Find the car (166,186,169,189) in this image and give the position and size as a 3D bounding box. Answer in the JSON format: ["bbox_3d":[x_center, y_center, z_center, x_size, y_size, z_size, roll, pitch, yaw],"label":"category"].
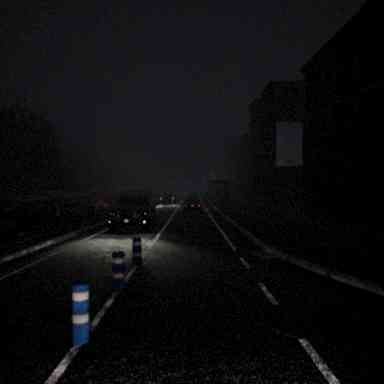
[{"bbox_3d":[-9.347,-0.361,89.848,4.553,1.767,2.185,0,2,0],"label":"car"}]

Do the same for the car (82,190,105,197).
[{"bbox_3d":[-22.563,0.333,76.021,4.674,1.452,2.002,0,2,0],"label":"car"}]

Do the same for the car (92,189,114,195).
[{"bbox_3d":[-22.502,0.039,84.370,5.008,1.535,2.097,0,2,0],"label":"car"}]

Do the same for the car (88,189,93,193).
[{"bbox_3d":[-22.650,0.626,64.886,4.892,1.521,2.231,0,2,0],"label":"car"}]

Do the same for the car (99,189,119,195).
[{"bbox_3d":[-22.462,-0.131,89.938,4.892,1.521,2.231,0,2,0],"label":"car"}]

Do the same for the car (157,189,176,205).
[{"bbox_3d":[-3.378,0.810,47.097,2.097,1.767,4.553,0,2,0],"label":"car"}]

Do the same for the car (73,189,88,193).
[{"bbox_3d":[-22.670,0.707,62.102,5.008,1.535,2.097,0,2,0],"label":"car"}]

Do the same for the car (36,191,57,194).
[{"bbox_3d":[-22.954,1.111,48.184,5.366,1.575,1.946,0,2,0],"label":"car"}]

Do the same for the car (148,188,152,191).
[{"bbox_3d":[-9.598,0.643,56.339,4.553,1.767,2.185,0,2,0],"label":"car"}]

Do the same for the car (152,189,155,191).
[{"bbox_3d":[-9.612,0.686,59.250,4.892,1.521,2.231,0,2,0],"label":"car"}]

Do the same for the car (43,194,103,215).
[{"bbox_3d":[-9.869,1.300,28.624,4.553,1.767,2.185,0,1,0],"label":"car"}]

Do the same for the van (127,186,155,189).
[{"bbox_3d":[-9.704,0.378,62.026,4.442,1.987,1.878,0,2,0],"label":"van"}]

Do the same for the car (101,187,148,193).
[{"bbox_3d":[-9.720,0.757,48.115,5.566,2.045,2.435,0,2,0],"label":"car"}]

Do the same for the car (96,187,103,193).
[{"bbox_3d":[-22.576,0.209,70.446,5.566,2.045,2.435,0,2,0],"label":"car"}]

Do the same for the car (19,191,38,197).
[{"bbox_3d":[-22.844,1.147,42.489,4.553,1.767,2.185,0,1,0],"label":"car"}]

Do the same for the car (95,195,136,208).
[{"bbox_3d":[-9.702,1.194,42.556,4.792,1.488,2.163,0,2,0],"label":"car"}]

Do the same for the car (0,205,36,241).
[{"bbox_3d":[-9.915,1.502,14.680,4.792,1.488,2.163,0,0,0],"label":"car"}]

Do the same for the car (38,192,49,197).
[{"bbox_3d":[-22.786,1.196,45.276,5.008,1.535,2.097,0,2,0],"label":"car"}]

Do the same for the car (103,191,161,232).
[{"bbox_3d":[-3.396,1.120,19.937,2.150,2.045,5.566,0,0,0],"label":"car"}]

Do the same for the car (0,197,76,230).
[{"bbox_3d":[-9.871,1.353,20.262,4.553,1.767,2.185,0,0,0],"label":"car"}]

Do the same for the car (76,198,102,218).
[{"bbox_3d":[-9.887,1.482,25.838,4.792,1.488,2.163,0,1,0],"label":"car"}]

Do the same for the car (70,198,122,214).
[{"bbox_3d":[-9.797,1.386,34.193,4.674,1.452,2.002,0,1,0],"label":"car"}]

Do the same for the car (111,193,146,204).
[{"bbox_3d":[-9.663,0.927,50.904,5.008,1.535,2.097,0,2,0],"label":"car"}]

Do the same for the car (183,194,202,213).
[{"bbox_3d":[0.037,1.278,33.191,2.033,1.411,5.357,0,1,0],"label":"car"}]

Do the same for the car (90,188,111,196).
[{"bbox_3d":[-22.488,-0.001,81.582,4.553,1.767,2.185,0,2,0],"label":"car"}]

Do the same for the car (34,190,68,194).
[{"bbox_3d":[-22.722,0.780,50.959,5.566,2.045,2.435,0,2,0],"label":"car"}]

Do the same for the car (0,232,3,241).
[{"bbox_3d":[-9.960,1.452,11.901,4.892,1.521,2.231,0,0,0],"label":"car"}]

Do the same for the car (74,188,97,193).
[{"bbox_3d":[-22.651,0.572,67.668,4.792,1.488,2.163,0,2,0],"label":"car"}]

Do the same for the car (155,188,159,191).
[{"bbox_3d":[-9.570,0.521,64.814,5.008,1.535,2.097,0,2,0],"label":"car"}]

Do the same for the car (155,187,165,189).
[{"bbox_3d":[-9.317,0.268,73.159,5.366,1.575,1.946,0,2,0],"label":"car"}]

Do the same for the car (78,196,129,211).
[{"bbox_3d":[-9.767,1.294,36.981,5.008,1.535,2.097,0,1,0],"label":"car"}]

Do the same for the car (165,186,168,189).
[{"bbox_3d":[-9.400,-0.110,87.072,4.674,1.452,2.002,0,2,0],"label":"car"}]

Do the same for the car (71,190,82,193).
[{"bbox_3d":[-22.688,0.829,59.319,4.674,1.452,2.002,0,2,0],"label":"car"}]

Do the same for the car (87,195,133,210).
[{"bbox_3d":[-9.747,1.233,39.769,5.008,1.535,2.097,0,1,0],"label":"car"}]

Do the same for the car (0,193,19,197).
[{"bbox_3d":[-22.884,1.149,36.907,5.566,2.045,2.435,0,1,0],"label":"car"}]

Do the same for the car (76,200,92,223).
[{"bbox_3d":[-9.850,1.499,23.050,4.792,1.488,2.163,0,0,0],"label":"car"}]
